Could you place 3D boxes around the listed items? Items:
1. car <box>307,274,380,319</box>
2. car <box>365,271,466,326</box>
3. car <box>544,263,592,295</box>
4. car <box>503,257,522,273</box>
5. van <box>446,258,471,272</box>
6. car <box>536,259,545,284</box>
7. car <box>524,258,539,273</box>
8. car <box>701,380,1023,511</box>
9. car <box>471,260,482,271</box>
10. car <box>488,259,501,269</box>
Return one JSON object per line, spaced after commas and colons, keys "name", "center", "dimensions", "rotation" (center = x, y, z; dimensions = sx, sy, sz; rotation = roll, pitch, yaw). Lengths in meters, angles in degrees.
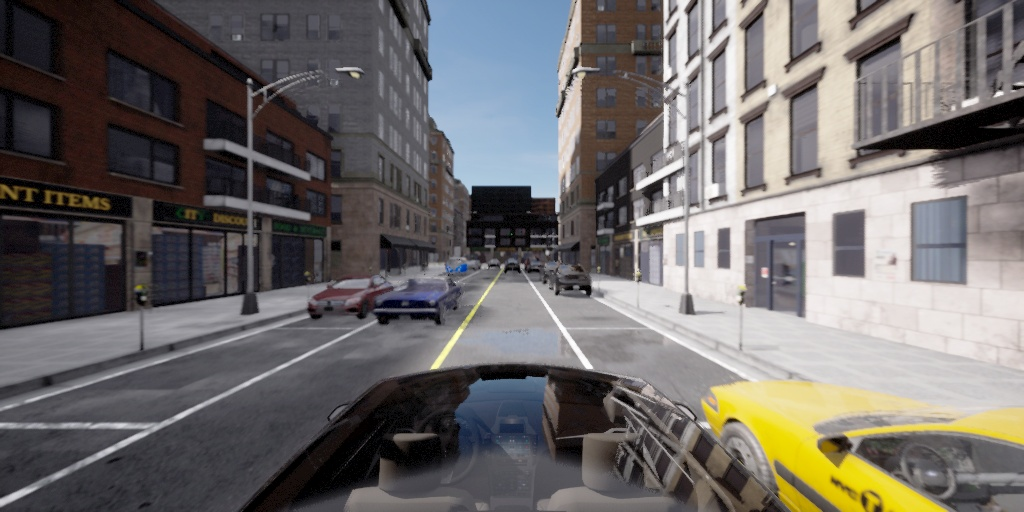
{"name": "car", "center": [-5.388, 1.313, 12.629], "dimensions": [1.802, 1.307, 4.207], "rotation": [0, 0, 0]}
{"name": "car", "center": [-2.852, 1.333, 11.779], "dimensions": [1.895, 1.301, 4.718], "rotation": [0, 0, 0]}
{"name": "car", "center": [3.020, 1.224, 19.324], "dimensions": [1.837, 1.490, 4.892], "rotation": [0, 0, 0]}
{"name": "car", "center": [0.067, 1.187, 42.623], "dimensions": [1.837, 1.490, 4.892], "rotation": [0, 0, 0]}
{"name": "van", "center": [-5.387, 1.035, 35.276], "dimensions": [1.690, 1.789, 3.998], "rotation": [0, 0, 0]}
{"name": "car", "center": [3.020, 1.212, 26.324], "dimensions": [1.837, 1.490, 4.892], "rotation": [0, 0, 0]}
{"name": "car", "center": [2.638, 1.250, 40.938], "dimensions": [1.948, 1.339, 4.313], "rotation": [0, 0, 0]}
{"name": "car", "center": [2.637, 1.276, 1.474], "dimensions": [1.751, 1.417, 4.829], "rotation": [0, 0, 0]}
{"name": "car", "center": [-5.387, 1.226, 46.600], "dimensions": [2.007, 1.370, 4.403], "rotation": [0, 0, 0]}
{"name": "car", "center": [-2.749, 1.221, 56.048], "dimensions": [1.837, 1.490, 4.892], "rotation": [0, 0, 0]}
